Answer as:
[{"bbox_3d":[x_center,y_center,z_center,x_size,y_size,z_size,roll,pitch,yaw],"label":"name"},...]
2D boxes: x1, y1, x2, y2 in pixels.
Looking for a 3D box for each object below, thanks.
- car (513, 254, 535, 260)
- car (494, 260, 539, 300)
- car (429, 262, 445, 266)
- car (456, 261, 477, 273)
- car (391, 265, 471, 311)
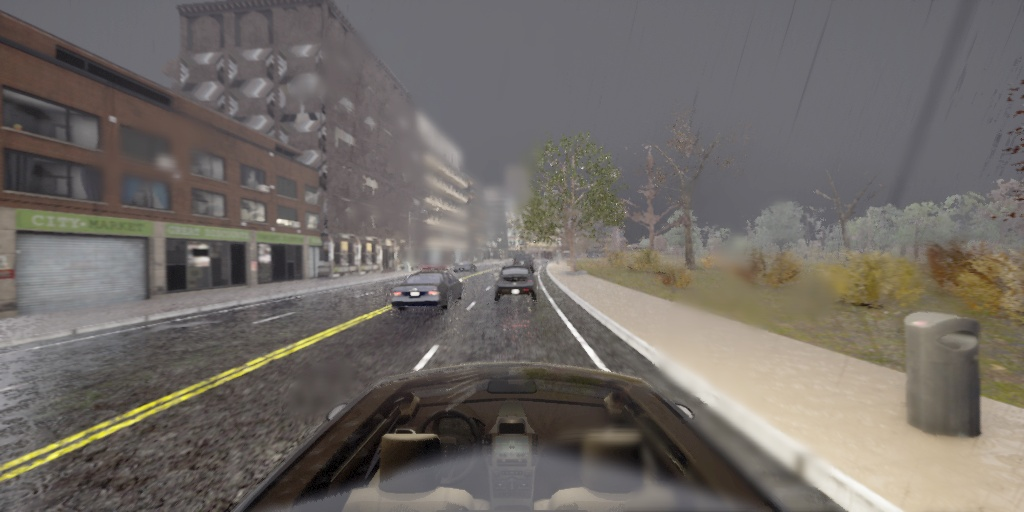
[{"bbox_3d":[1.292,0.772,38.924,2.150,2.045,5.566,-1,0,4],"label":"car"},{"bbox_3d":[0.198,1.170,17.055,1.837,1.490,4.892,-1,1,1],"label":"car"},{"bbox_3d":[-8.588,1.367,39.647,1.895,1.301,4.718,-1,0,5],"label":"car"},{"bbox_3d":[-5.250,1.253,40.494,1.994,1.385,4.181,-1,0,5],"label":"car"},{"bbox_3d":[-3.167,1.297,14.443,2.033,1.411,5.357,-1,0,1],"label":"car"}]
